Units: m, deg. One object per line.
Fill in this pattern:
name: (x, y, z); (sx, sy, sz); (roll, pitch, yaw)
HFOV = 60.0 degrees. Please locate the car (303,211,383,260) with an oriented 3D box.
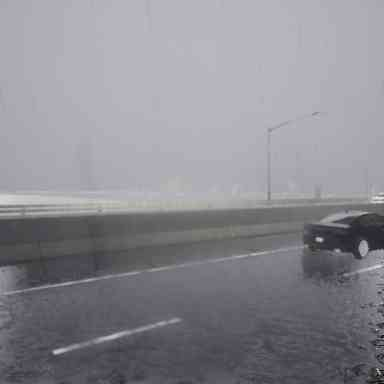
car: (6.293, 1.454, 12.513); (5.008, 1.535, 1.882); (0, 0, -35)

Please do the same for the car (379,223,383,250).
car: (7.130, 1.542, 8.839); (4.181, 1.385, 1.994); (0, 0, -34)

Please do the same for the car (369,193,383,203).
car: (28.595, 1.157, 49.159); (5.566, 2.045, 2.150); (0, 0, -33)
